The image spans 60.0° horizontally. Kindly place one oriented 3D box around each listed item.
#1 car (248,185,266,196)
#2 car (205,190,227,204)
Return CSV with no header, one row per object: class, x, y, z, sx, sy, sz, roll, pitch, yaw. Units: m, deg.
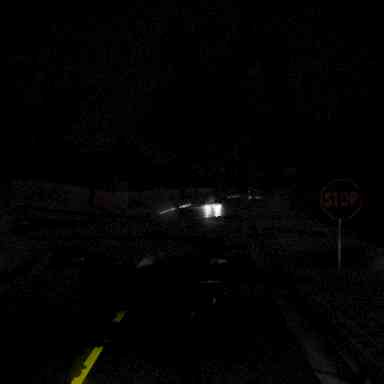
car,12.207,-0.246,62.178,2.150,2.045,5.566,0,3,27
car,2.751,0.577,37.698,2.128,1.511,4.902,0,2,16
